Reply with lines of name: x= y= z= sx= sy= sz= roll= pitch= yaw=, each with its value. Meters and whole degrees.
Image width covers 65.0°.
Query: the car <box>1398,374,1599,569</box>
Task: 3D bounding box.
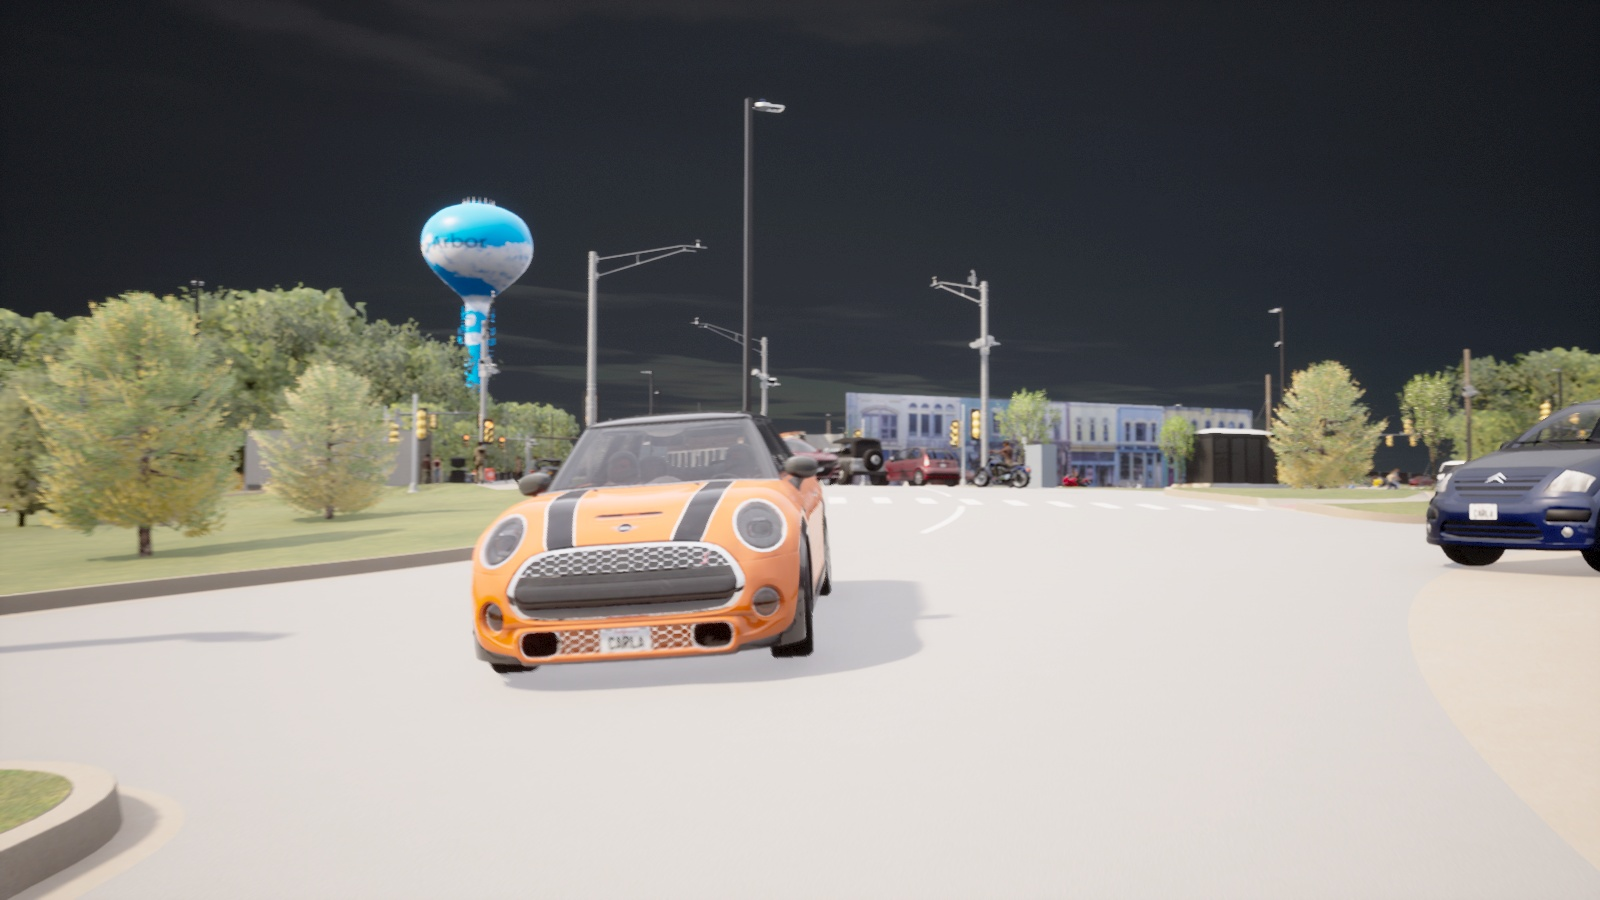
car: x=8.017 y=0.158 z=12.010 sx=3.988 sy=1.617 sz=1.851 roll=-2 pitch=-1 yaw=-21

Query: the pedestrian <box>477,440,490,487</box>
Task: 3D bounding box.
pedestrian: x=-12.970 y=0.564 z=51.513 sx=0.396 sy=1.930 sz=0.692 roll=1 pitch=-3 yaw=-23

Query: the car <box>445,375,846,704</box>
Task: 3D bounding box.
car: x=-0.823 y=0.497 z=9.549 sx=2.097 sy=1.767 sz=4.553 roll=-4 pitch=1 yaw=4

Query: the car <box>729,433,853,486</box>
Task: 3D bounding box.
car: x=-0.373 y=0.320 z=39.339 sx=1.882 sy=1.535 sz=5.008 roll=1 pitch=-1 yaw=-26

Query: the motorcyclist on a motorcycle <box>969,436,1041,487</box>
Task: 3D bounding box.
motorcyclist on a motorcycle: x=6.752 y=0.398 z=41.478 sx=0.766 sy=1.649 sz=2.350 roll=2 pitch=-2 yaw=-42

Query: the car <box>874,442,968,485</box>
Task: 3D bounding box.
car: x=4.819 y=0.577 z=50.535 sx=1.851 sy=1.617 sz=3.988 roll=1 pitch=-2 yaw=-28

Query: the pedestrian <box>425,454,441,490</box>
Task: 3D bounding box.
pedestrian: x=-19.385 y=1.174 z=66.288 sx=0.431 sy=1.840 sz=0.703 roll=-1 pitch=-3 yaw=22

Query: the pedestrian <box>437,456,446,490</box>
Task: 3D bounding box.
pedestrian: x=-19.547 y=1.251 z=68.538 sx=0.345 sy=1.836 sz=0.594 roll=1 pitch=-3 yaw=-27

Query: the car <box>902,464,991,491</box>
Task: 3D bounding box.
car: x=8.250 y=1.546 z=70.696 sx=4.674 sy=1.442 sz=1.812 roll=1 pitch=-3 yaw=-24

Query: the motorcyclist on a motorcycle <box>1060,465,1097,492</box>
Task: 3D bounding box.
motorcyclist on a motorcycle: x=16.483 y=1.689 z=74.287 sx=2.044 sy=1.523 sz=0.797 roll=1 pitch=-3 yaw=-24

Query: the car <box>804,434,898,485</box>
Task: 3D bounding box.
car: x=1.964 y=0.425 z=49.151 sx=1.905 sy=1.878 sz=3.866 roll=1 pitch=-2 yaw=-30

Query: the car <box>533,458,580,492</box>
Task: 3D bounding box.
car: x=-14.052 y=1.457 z=72.211 sx=1.905 sy=1.878 sz=3.866 roll=1 pitch=-3 yaw=-23
